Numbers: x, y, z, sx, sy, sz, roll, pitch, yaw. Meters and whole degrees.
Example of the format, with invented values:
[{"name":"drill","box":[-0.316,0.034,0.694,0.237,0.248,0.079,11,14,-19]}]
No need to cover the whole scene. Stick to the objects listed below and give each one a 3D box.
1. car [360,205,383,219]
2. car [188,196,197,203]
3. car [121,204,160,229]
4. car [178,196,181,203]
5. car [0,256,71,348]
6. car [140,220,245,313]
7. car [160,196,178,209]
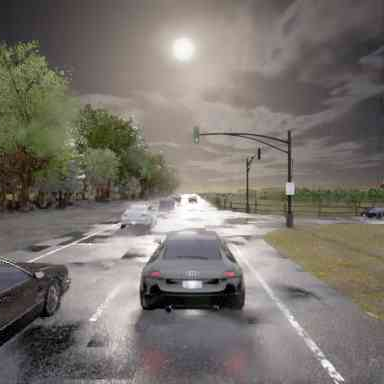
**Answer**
[{"name":"car","box":[18.726,1.809,31.022,5.357,1.411,2.033,1,-1,0]},{"name":"car","box":[0.166,1.602,72.045,1.895,1.301,4.718,0,0,0]},{"name":"car","box":[-3.364,1.531,21.566,1.812,1.442,4.674,0,0,0]},{"name":"car","box":[-3.297,1.482,70.023,1.882,1.535,5.008,0,0,0]},{"name":"car","box":[-3.394,1.549,4.354,2.033,1.411,5.357,0,0,0]},{"name":"car","box":[0.014,1.567,7.758,1.994,1.385,4.181,0,0,0]},{"name":"car","box":[-3.327,1.485,45.437,1.882,1.535,5.008,0,0,0]}]
